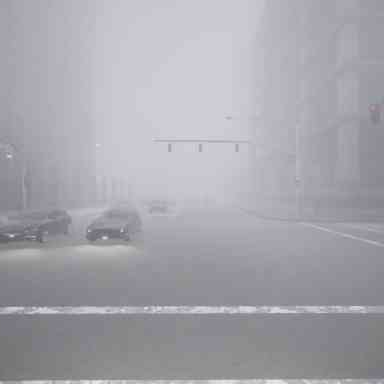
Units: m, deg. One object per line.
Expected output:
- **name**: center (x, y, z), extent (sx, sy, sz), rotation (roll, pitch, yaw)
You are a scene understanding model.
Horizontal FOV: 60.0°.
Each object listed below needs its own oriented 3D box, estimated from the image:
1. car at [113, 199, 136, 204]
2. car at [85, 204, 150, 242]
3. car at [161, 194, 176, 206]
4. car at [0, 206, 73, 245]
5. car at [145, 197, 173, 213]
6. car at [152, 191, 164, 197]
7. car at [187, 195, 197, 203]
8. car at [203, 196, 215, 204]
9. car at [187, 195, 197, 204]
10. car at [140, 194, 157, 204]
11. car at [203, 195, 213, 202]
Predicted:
- **car**: center (-7.095, 1.503, 35.010), extent (1.837, 1.490, 4.892), rotation (0, 1, 0)
- **car**: center (-3.598, 1.517, 16.417), extent (2.033, 1.411, 5.357), rotation (0, 0, 0)
- **car**: center (-3.583, 1.477, 53.628), extent (1.882, 1.535, 5.008), rotation (0, 0, 0)
- **car**: center (-7.098, 1.474, 15.522), extent (1.837, 1.490, 4.892), rotation (0, 0, 0)
- **car**: center (-3.595, 1.547, 37.082), extent (2.033, 1.411, 5.357), rotation (0, 0, 0)
- **car**: center (-6.990, 0.840, 68.600), extent (2.150, 2.045, 5.566), rotation (0, 0, 0)
- **car**: center (0.011, 1.508, 73.696), extent (2.128, 1.511, 4.902), rotation (0, 0, 0)
- **car**: center (3.510, 1.491, 64.620), extent (2.128, 1.511, 4.902), rotation (0, 0, 0)
- **car**: center (0.009, 1.491, 64.309), extent (2.128, 1.511, 4.902), rotation (0, 0, 0)
- **car**: center (-7.085, 1.504, 53.100), extent (1.837, 1.490, 4.892), rotation (0, 0, 0)
- **car**: center (3.511, 1.507, 73.695), extent (1.812, 1.442, 4.674), rotation (0, 0, 0)
